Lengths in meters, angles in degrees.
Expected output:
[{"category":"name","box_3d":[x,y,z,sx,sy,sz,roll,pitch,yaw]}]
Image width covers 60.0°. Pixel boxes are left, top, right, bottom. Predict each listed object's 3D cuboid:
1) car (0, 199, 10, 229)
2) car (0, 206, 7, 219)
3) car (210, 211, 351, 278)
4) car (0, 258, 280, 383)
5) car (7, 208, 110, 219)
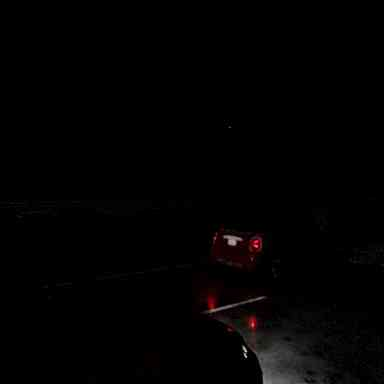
[{"category":"car","box_3d":[-13.672,1.351,20.025,4.553,1.767,2.097,0,0,-35]},{"category":"car","box_3d":[-11.591,1.504,17.211,4.892,1.490,1.837,0,0,-35]},{"category":"car","box_3d":[2.793,1.355,10.034,4.553,1.767,2.097,0,0,-35]},{"category":"car","box_3d":[-1.360,1.564,2.774,4.181,1.385,1.994,0,0,-35]},{"category":"car","box_3d":[-6.068,1.548,16.846,5.357,1.411,2.033,0,0,-35]}]
